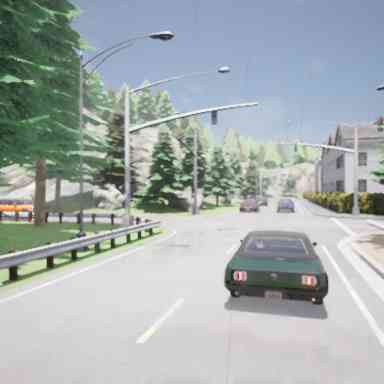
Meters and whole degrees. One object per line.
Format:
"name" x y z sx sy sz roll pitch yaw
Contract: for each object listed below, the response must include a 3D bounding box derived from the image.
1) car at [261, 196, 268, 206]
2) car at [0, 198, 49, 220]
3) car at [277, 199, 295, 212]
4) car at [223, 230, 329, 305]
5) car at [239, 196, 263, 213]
"car" 10.702 1.403 51.228 2.128 1.511 4.902 0 0 16
"car" -14.333 1.330 27.813 4.553 1.767 2.097 0 0 16
"car" 10.695 1.479 37.961 2.033 1.411 5.357 0 0 16
"car" 2.092 1.586 8.178 1.895 1.301 4.718 0 0 16
"car" 6.280 1.463 35.981 1.812 1.442 4.674 0 0 16
